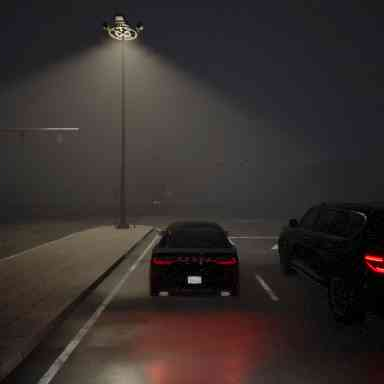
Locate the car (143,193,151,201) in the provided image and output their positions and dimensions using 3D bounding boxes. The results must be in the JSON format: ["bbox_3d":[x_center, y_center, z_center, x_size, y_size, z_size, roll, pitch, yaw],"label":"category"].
[{"bbox_3d":[-11.507,1.225,86.919,2.150,2.045,5.566,0,0,0],"label":"car"}]

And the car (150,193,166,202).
[{"bbox_3d":[-8.007,1.525,79.700,2.128,1.511,4.902,0,0,0],"label":"car"}]

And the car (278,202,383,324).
[{"bbox_3d":[3.566,1.221,7.287,2.150,2.045,5.566,0,0,0],"label":"car"}]

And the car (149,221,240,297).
[{"bbox_3d":[0.063,1.478,8.634,1.882,1.535,5.008,0,0,0],"label":"car"}]
